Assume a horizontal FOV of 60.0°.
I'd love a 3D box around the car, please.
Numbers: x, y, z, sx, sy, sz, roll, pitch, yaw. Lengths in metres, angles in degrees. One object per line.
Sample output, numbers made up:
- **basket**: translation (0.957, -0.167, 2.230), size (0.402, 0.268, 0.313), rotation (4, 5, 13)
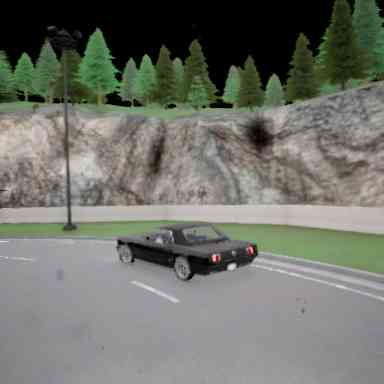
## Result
- **car**: translation (-0.446, 1.603, 9.901), size (1.895, 1.301, 4.718), rotation (-2, 0, -40)
